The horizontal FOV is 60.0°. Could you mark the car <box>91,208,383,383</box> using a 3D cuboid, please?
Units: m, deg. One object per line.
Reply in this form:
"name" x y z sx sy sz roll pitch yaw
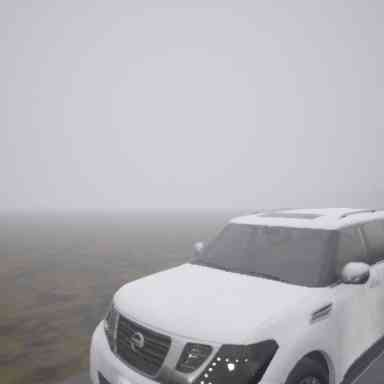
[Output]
"car" 1.477 1.285 4.656 5.566 2.045 2.150 0 -1 -43
